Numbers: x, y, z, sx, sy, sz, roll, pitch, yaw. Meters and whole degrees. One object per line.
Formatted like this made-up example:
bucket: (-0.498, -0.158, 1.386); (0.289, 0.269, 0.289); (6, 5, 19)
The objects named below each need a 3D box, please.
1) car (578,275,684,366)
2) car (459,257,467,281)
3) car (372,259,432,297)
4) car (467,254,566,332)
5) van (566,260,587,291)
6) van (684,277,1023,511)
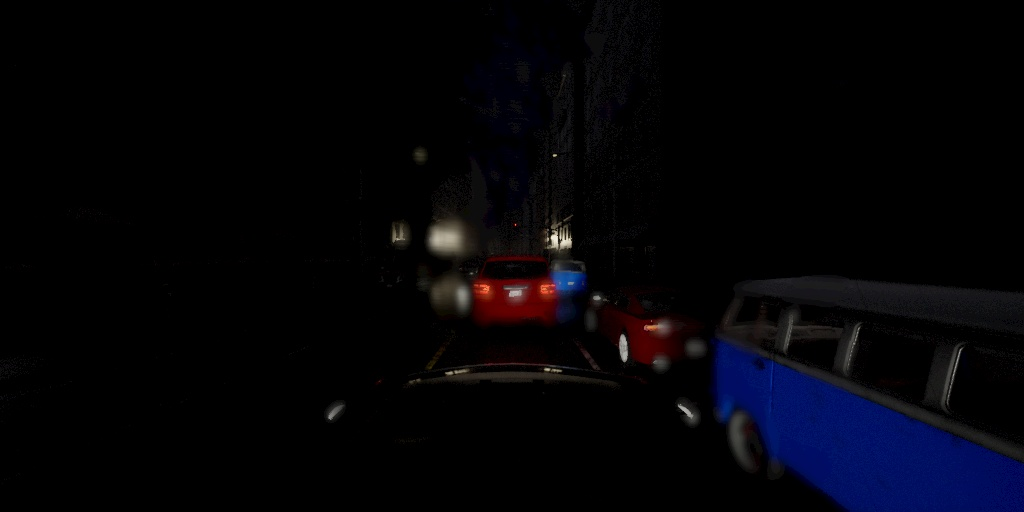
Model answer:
car: (2.867, 1.294, 7.793); (1.888, 1.381, 4.507); (0, 0, 0)
car: (-2.948, 0.980, 29.545); (2.150, 2.045, 5.566); (0, 0, 0)
car: (-5.636, 1.059, 19.090); (2.192, 1.841, 5.009); (0, 0, 0)
car: (0.118, 0.970, 11.016); (2.150, 2.045, 5.566); (0, 0, 0)
van: (2.889, 1.085, 19.114); (1.690, 1.789, 3.998); (0, 0, 0)
van: (2.856, 1.091, 2.132); (1.690, 1.789, 3.998); (0, 0, 0)
